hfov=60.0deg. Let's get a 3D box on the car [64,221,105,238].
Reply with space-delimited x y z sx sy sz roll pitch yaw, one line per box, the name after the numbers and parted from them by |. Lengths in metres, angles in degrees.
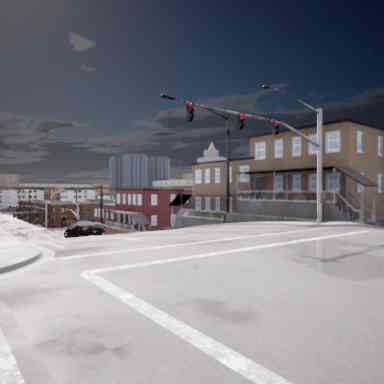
-8.944 3.103 27.275 2.033 1.411 5.357 0 -10 -36 | car
